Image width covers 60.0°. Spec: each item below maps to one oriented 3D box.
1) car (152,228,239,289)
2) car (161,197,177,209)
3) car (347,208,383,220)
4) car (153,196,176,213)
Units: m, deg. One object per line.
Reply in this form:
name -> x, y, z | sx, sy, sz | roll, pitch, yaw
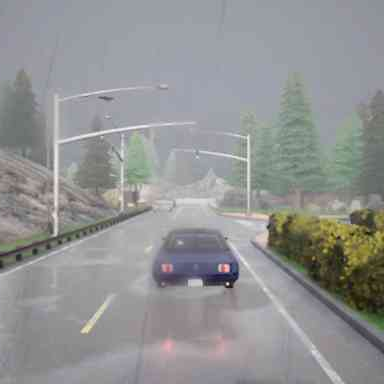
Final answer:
car -> 0.080, 1.660, 9.289 | 1.895, 1.301, 4.718 | 0, 0, 0
car -> -3.579, 1.678, 52.245 | 2.097, 1.767, 4.553 | 0, 0, 0
car -> 15.482, 1.935, 27.437 | 4.718, 1.301, 1.895 | 0, 0, 0
car -> -3.610, 1.485, 42.291 | 2.150, 2.045, 5.566 | 0, 0, 0
